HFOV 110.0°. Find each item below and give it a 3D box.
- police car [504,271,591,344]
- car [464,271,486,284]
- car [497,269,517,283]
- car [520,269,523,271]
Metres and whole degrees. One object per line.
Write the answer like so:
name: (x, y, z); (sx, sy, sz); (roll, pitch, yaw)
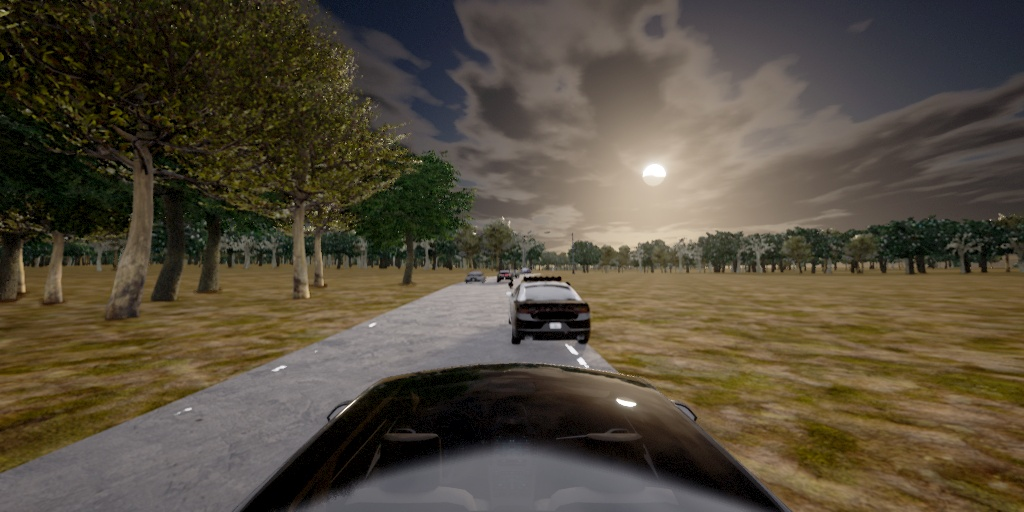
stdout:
police car: (0.868, 1.405, 10.487); (1.930, 1.638, 5.238); (0, -2, -2)
car: (-4.020, 2.372, 39.738); (1.994, 1.385, 4.181); (-1, -2, 1)
car: (-0.743, 2.342, 42.581); (1.837, 1.490, 4.892); (-1, -2, 2)
car: (0.039, 2.704, 52.976); (1.895, 1.301, 4.718); (-1, -2, 7)
